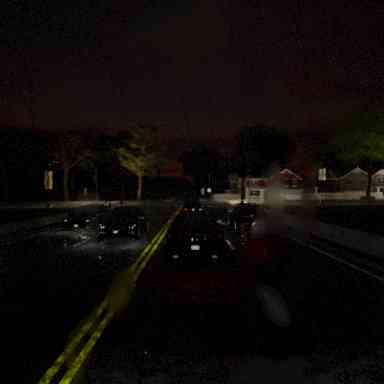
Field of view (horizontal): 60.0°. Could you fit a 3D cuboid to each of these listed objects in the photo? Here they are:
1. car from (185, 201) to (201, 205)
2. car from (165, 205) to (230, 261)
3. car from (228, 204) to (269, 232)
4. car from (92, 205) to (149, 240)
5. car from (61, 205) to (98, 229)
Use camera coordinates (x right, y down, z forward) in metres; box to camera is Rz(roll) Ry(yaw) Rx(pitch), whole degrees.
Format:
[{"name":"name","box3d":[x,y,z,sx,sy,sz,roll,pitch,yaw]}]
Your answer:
[{"name":"car","box3d":[0.101,1.529,30.378,2.033,1.411,5.357,0,0,0]},{"name":"car","box3d":[0.100,1.471,12.217,1.882,1.535,5.008,0,0,0]},{"name":"car","box3d":[3.351,1.493,20.176,1.837,1.490,4.892,0,0,0]},{"name":"car","box3d":[-3.348,1.495,16.991,1.837,1.490,4.892,0,0,0]},{"name":"car","box3d":[-6.598,1.535,21.562,2.033,1.411,5.357,0,0,0]}]
